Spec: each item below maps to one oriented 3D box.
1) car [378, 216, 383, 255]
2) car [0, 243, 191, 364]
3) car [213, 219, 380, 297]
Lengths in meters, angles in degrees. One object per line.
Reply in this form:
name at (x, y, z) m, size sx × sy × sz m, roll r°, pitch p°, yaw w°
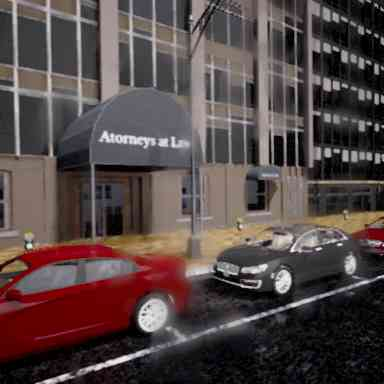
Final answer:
car at (7.157, 1.486, 11.604) m, size 4.206 × 1.307 × 1.802 m, roll -1°, pitch 0°, yaw -35°
car at (-2.131, 1.532, 5.050) m, size 4.507 × 1.381 × 1.887 m, roll -1°, pitch 0°, yaw -35°
car at (2.512, 1.496, 8.327) m, size 4.403 × 1.369 × 2.008 m, roll -1°, pitch 0°, yaw -35°
